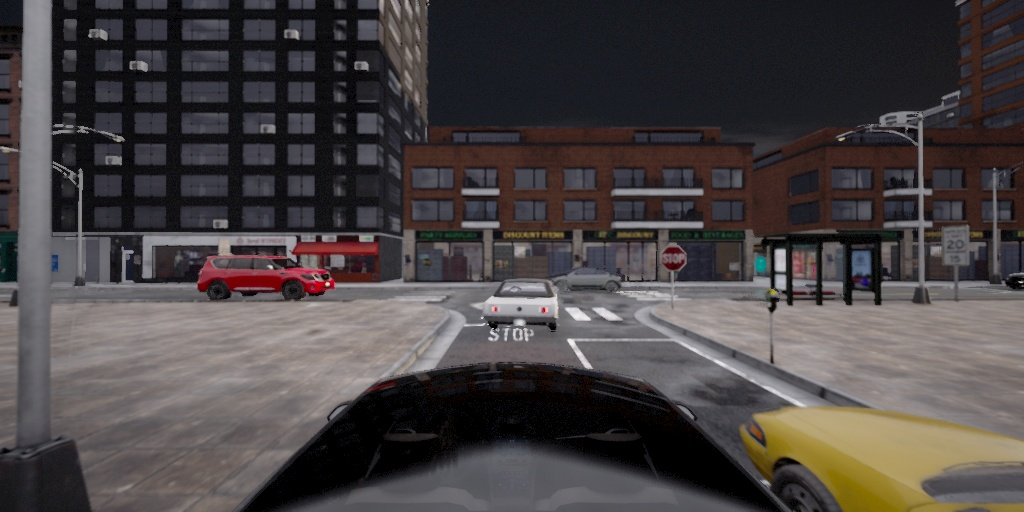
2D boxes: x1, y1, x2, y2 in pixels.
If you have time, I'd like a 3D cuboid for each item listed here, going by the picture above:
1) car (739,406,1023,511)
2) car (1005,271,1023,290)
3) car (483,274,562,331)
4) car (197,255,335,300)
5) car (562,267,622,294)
[{"bbox_3d":[2.639,1.276,0.853,1.751,1.417,4.829,0,0,0],"label":"car"},{"bbox_3d":[30.569,1.202,19.841,4.892,1.490,1.837,0,0,0],"label":"car"},{"bbox_3d":[0.490,1.346,11.051,1.895,1.301,4.718,0,0,8],"label":"car"},{"bbox_3d":[-11.374,0.975,16.756,5.566,2.045,2.150,0,0,0],"label":"car"},{"bbox_3d":[3.841,1.309,19.757,4.181,1.385,1.994,0,0,0],"label":"car"}]
